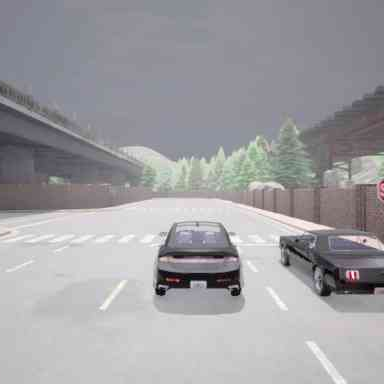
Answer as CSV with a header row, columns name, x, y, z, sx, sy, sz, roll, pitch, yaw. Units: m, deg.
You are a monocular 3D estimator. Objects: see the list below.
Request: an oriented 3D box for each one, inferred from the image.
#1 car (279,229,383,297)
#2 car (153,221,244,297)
name,x,y,z,sx,sy,sz,roll,pitch,yaw
car,3.647,1.601,8.542,1.895,1.301,4.718,0,0,1
car,0.145,1.492,8.561,2.128,1.511,4.902,0,0,1
